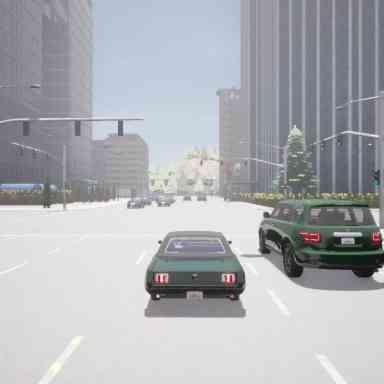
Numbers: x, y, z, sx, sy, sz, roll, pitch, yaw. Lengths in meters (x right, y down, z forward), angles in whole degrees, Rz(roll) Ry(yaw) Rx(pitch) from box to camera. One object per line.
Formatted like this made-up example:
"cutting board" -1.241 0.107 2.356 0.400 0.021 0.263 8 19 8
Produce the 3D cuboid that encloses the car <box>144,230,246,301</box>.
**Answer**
"car" 0.074 1.601 8.301 1.895 1.301 4.718 0 0 0

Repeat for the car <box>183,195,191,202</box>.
"car" -1.122 1.500 78.496 1.837 1.490 4.892 0 0 -1

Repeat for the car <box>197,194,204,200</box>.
"car" 2.227 1.386 89.046 1.882 1.535 5.008 0 0 -1

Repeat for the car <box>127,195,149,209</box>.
"car" -7.823 1.491 46.598 2.128 1.511 4.902 0 0 1

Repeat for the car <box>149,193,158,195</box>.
"car" -7.986 1.222 68.796 2.150 2.045 5.566 0 0 -1

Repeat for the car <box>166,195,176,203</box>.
"car" -4.543 1.478 72.822 1.882 1.535 5.008 0 0 -1

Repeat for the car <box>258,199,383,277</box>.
"car" 3.585 1.221 10.330 2.150 2.045 5.566 0 0 0

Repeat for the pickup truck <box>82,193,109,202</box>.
"pickup truck" -21.173 1.058 73.355 2.390 2.098 6.274 0 0 30

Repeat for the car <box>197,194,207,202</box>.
"car" 2.373 1.348 78.765 2.097 1.767 4.553 0 0 -1

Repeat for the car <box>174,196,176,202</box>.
"car" -4.456 1.491 62.513 2.128 1.511 4.902 0 0 0

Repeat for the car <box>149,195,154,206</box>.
"car" -7.882 1.564 55.509 1.994 1.385 4.181 0 0 -1

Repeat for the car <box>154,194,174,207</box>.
"car" -4.340 1.491 52.258 2.128 1.511 4.902 0 0 -1
